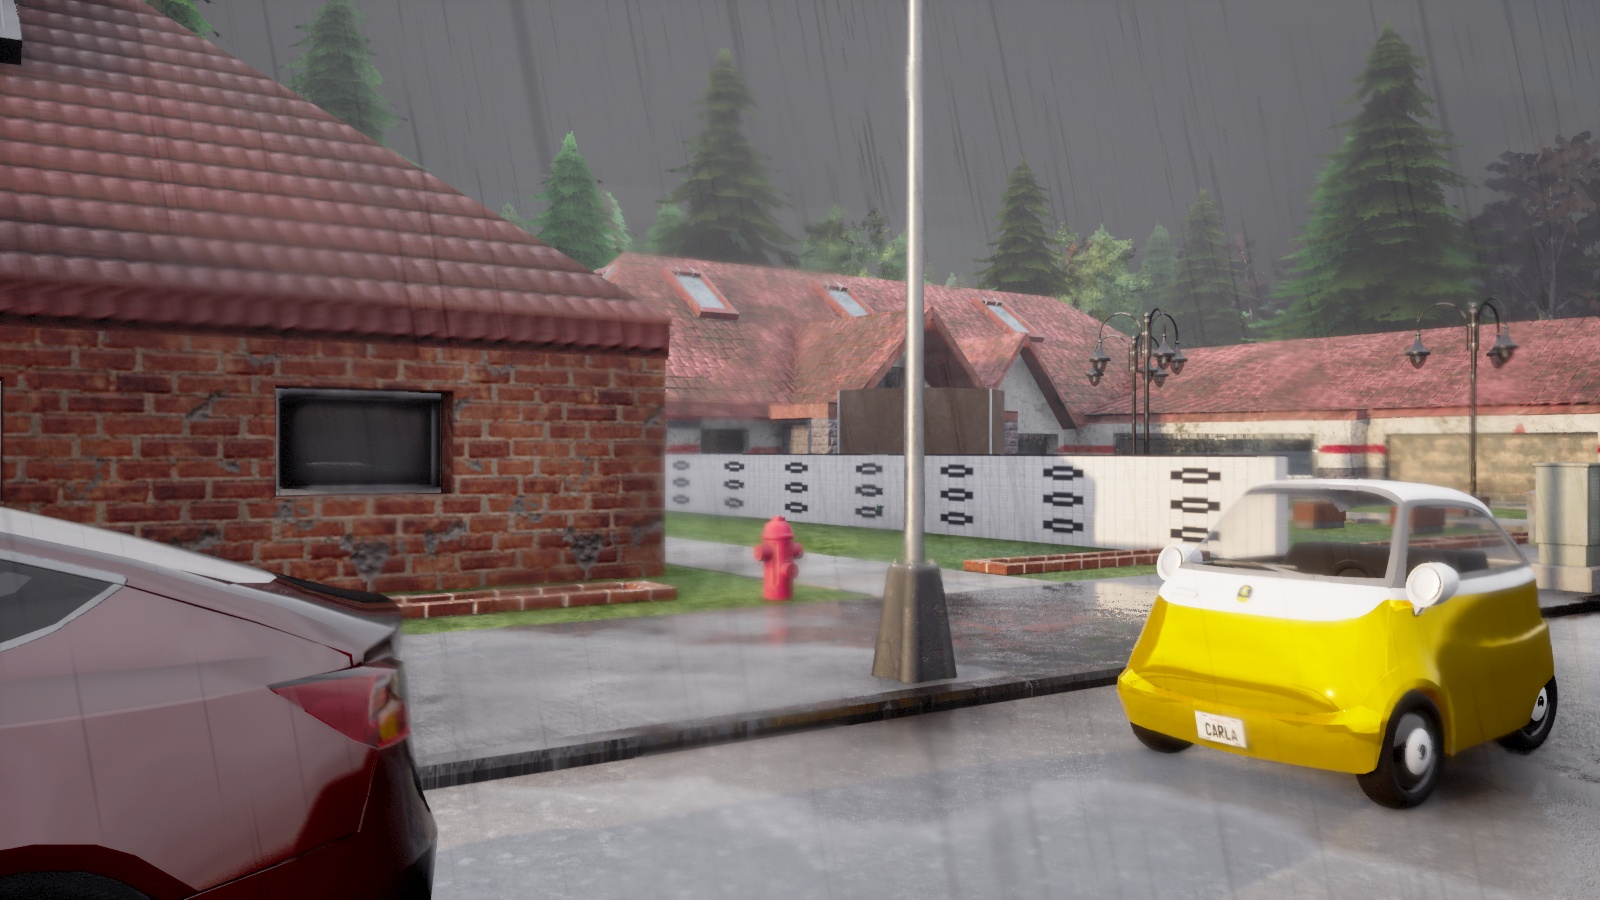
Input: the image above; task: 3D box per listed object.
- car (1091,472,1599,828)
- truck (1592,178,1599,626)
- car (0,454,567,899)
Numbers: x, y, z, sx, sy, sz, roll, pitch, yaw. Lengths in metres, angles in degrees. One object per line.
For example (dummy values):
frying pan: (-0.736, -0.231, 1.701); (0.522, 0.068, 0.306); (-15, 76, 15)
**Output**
car: (2.760, 0.809, 6.189); (2.207, 1.376, 1.481); (0, 0, -35)
truck: (11.095, -0.414, 11.998); (8.468, 3.827, 2.891); (0, 0, -35)
car: (-3.070, 0.756, 2.135); (4.792, 1.488, 2.163); (0, 0, -35)
